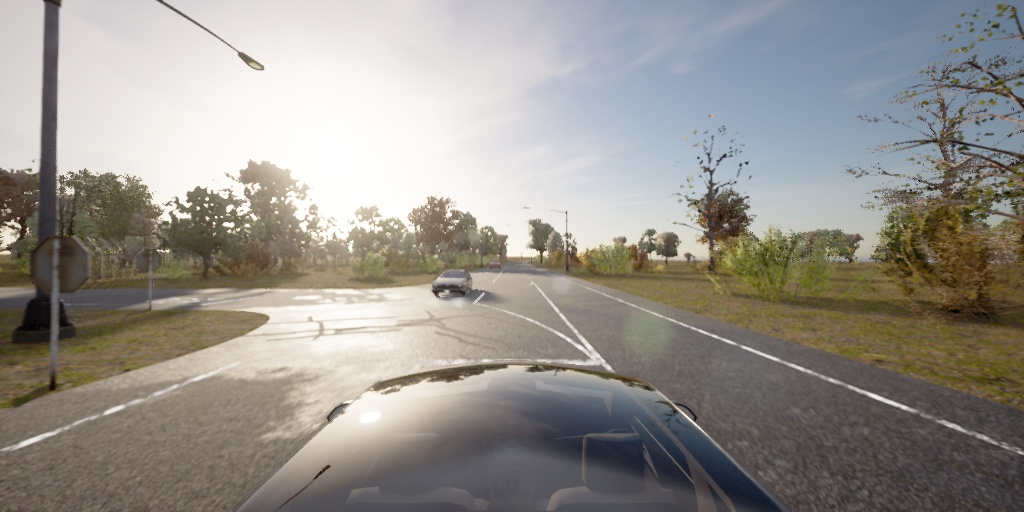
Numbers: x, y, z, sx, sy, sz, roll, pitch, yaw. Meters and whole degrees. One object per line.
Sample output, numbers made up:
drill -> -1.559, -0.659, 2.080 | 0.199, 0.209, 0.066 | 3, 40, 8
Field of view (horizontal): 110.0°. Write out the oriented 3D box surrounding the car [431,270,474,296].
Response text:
car -> -3.421, 1.523, 21.600 | 2.033, 1.411, 5.357 | 0, -1, 0
